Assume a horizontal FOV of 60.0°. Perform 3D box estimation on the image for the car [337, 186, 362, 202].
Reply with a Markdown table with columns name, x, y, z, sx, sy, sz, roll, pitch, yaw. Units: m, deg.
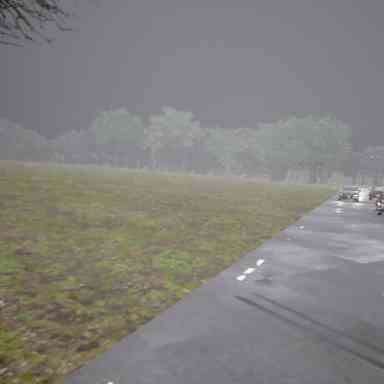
| name | x | y | z | sx | sy | sz | roll | pitch | yaw |
| --- | --- | --- | --- | --- | --- | --- | --- | --- | --- |
| car | 16.044 | 0.150 | 33.889 | 1.837 | 1.490 | 4.892 | 4 | 4 | 26 |

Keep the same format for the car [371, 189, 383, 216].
| name | x | y | z | sx | sy | sz | roll | pitch | yaw |
| --- | --- | --- | --- | --- | --- | --- | --- | --- | --- |
| car | 13.129 | 0.789 | 21.783 | 2.033 | 1.411 | 5.357 | 4 | 4 | 27 |

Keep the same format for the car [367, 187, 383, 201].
| name | x | y | z | sx | sy | sz | roll | pitch | yaw |
| --- | --- | --- | --- | --- | --- | --- | --- | --- | --- |
| car | 20.356 | 0.197 | 36.246 | 1.812 | 1.442 | 4.674 | 4 | 4 | 27 |
